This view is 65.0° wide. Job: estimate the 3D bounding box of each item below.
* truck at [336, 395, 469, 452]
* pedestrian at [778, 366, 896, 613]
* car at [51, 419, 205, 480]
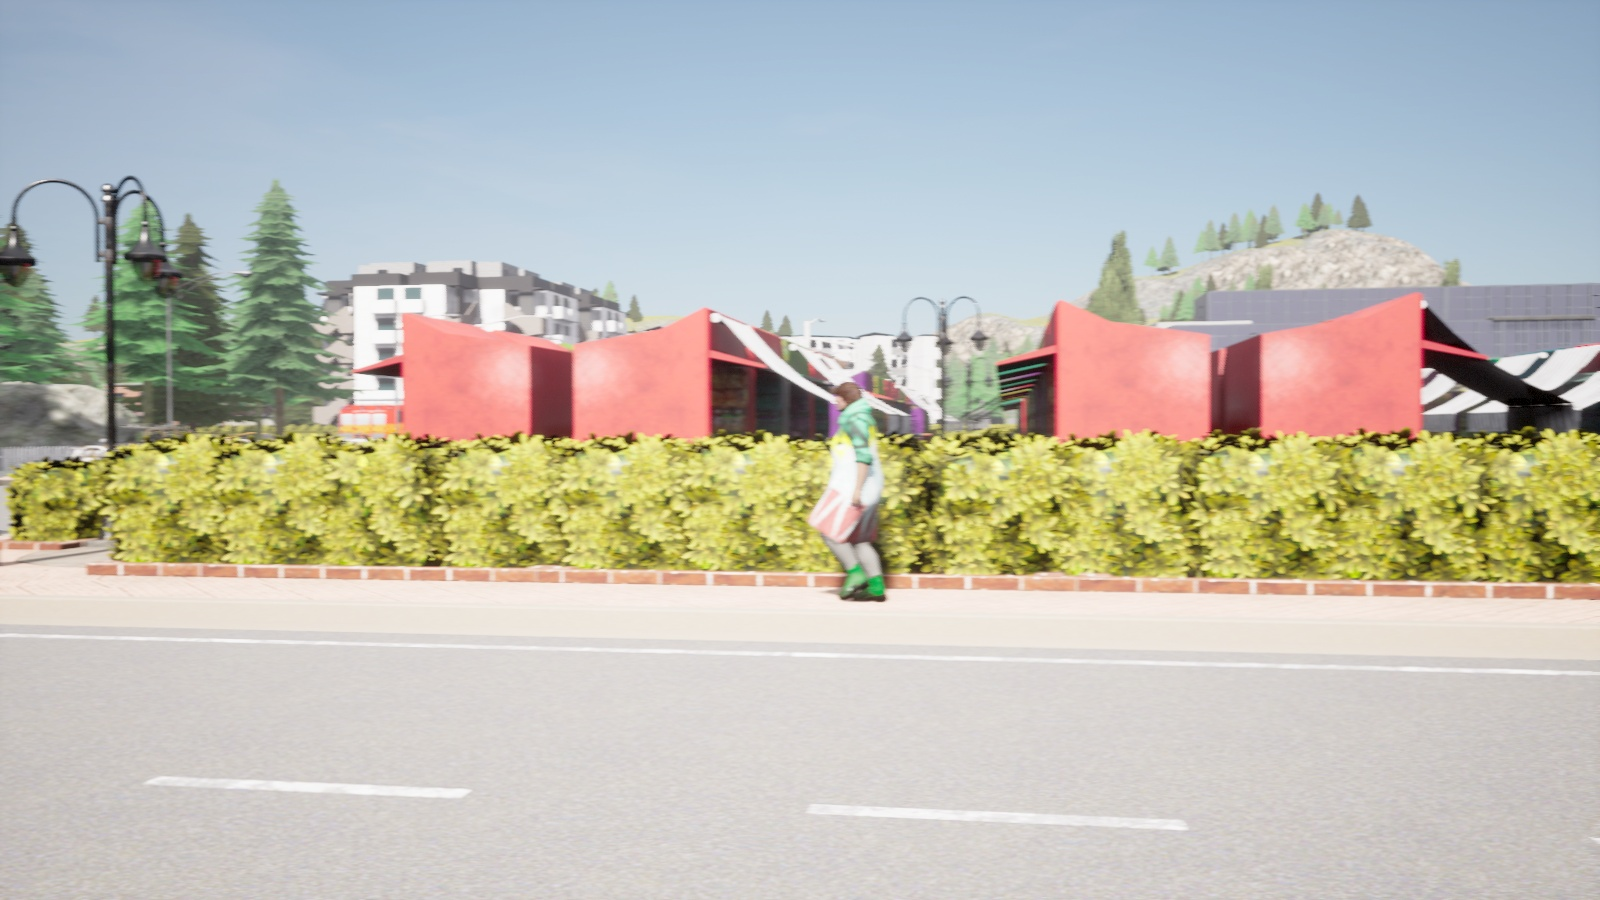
[{"bbox_3d":[-27.489,-1.845,86.960,8.468,3.827,2.891,0,1,11],"label":"truck"},{"bbox_3d":[0.317,0.306,10.324,0.873,1.952,0.659,0,1,10],"label":"pedestrian"},{"bbox_3d":[-21.421,-0.054,40.269,1.932,1.855,4.605,0,1,9],"label":"car"}]
